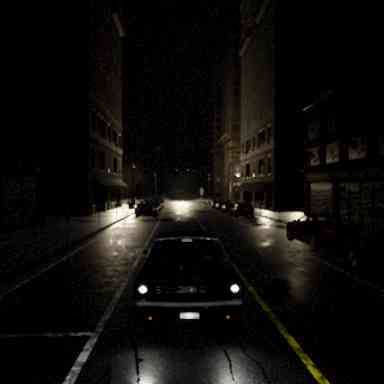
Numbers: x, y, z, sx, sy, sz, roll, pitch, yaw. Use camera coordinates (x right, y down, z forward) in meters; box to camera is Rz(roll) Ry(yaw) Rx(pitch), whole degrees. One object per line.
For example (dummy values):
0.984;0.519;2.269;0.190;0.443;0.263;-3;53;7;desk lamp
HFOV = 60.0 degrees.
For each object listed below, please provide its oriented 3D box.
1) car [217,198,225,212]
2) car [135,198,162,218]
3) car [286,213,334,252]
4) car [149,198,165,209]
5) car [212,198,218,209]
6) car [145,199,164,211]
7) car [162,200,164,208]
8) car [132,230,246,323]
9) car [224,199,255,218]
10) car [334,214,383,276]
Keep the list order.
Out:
4.231;1.537;35.857;1.887;1.381;4.507;-1;0;-3;car
-4.013;1.433;29.938;1.967;1.590;4.097;-1;0;-3;car
5.318;1.539;13.864;1.887;1.381;4.507;-1;0;-3;car
-4.827;1.538;46.434;1.887;1.381;4.507;-1;0;-3;car
3.960;1.537;41.356;1.887;1.381;4.507;-1;0;-3;car
-4.555;1.544;40.935;2.008;1.369;4.403;-1;0;-3;car
-4.283;1.559;35.437;1.947;1.339;4.313;-1;0;-3;car
-0.114;1.598;7.338;1.895;1.301;4.718;0;0;-2;car
4.503;1.558;30.359;1.947;1.339;4.313;-1;0;-3;car
5.588;1.436;8.365;1.967;1.590;4.097;-1;0;-3;car
